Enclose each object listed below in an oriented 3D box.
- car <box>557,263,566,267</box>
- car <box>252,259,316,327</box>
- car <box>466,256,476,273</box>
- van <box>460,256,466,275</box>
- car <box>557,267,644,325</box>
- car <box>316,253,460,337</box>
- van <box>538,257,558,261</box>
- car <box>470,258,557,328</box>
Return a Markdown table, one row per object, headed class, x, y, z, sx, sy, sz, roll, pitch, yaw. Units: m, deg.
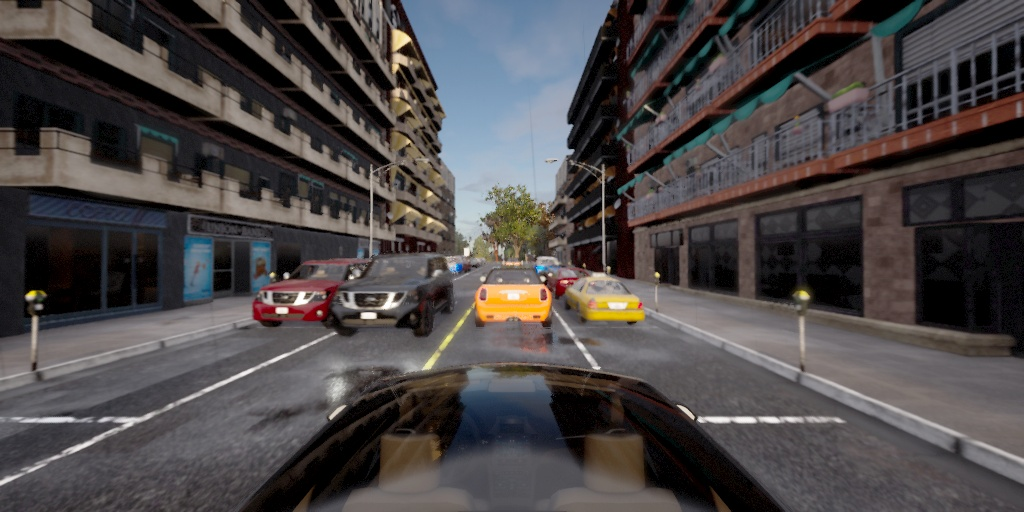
| class | x | y | z | sx | sy | sz | roll | pitch | yaw |
| --- | --- | --- | --- | --- | --- | --- | --- | --- | --- |
| car | 2.696 | 1.220 | 16.990 | 1.888 | 1.381 | 4.507 | 0 | 0 | 0 |
| car | -5.689 | 1.017 | 11.369 | 2.192 | 1.841 | 5.009 | 0 | 0 | 0 |
| car | -5.685 | 0.882 | 39.676 | 2.192 | 1.841 | 5.009 | 0 | 0 | 0 |
| van | -5.686 | 0.934 | 34.015 | 1.690 | 1.789 | 3.998 | 0 | 0 | 0 |
| car | 2.693 | 1.228 | 11.500 | 1.751 | 1.417 | 4.829 | 0 | 0 | 0 |
| car | -3.098 | 0.928 | 10.517 | 2.150 | 2.045 | 5.566 | 0 | 0 | 0 |
| van | 2.681 | 0.961 | 28.314 | 1.690 | 1.789 | 3.998 | 0 | 0 | 0 |
| car | 0.025 | 1.054 | 11.363 | 2.097 | 1.767 | 4.553 | 0 | 0 | 0 |
